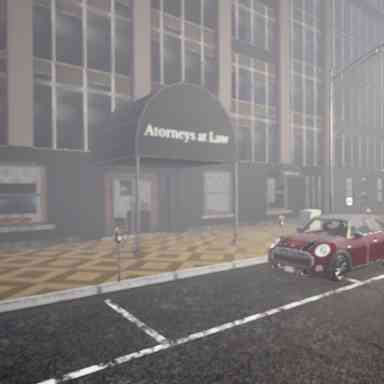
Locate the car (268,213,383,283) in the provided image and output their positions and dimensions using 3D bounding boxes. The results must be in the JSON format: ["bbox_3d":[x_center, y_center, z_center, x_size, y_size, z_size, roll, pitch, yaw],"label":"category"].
[{"bbox_3d":[4.047,1.386,9.457,4.097,1.590,1.967,0,0,-36],"label":"car"}]
